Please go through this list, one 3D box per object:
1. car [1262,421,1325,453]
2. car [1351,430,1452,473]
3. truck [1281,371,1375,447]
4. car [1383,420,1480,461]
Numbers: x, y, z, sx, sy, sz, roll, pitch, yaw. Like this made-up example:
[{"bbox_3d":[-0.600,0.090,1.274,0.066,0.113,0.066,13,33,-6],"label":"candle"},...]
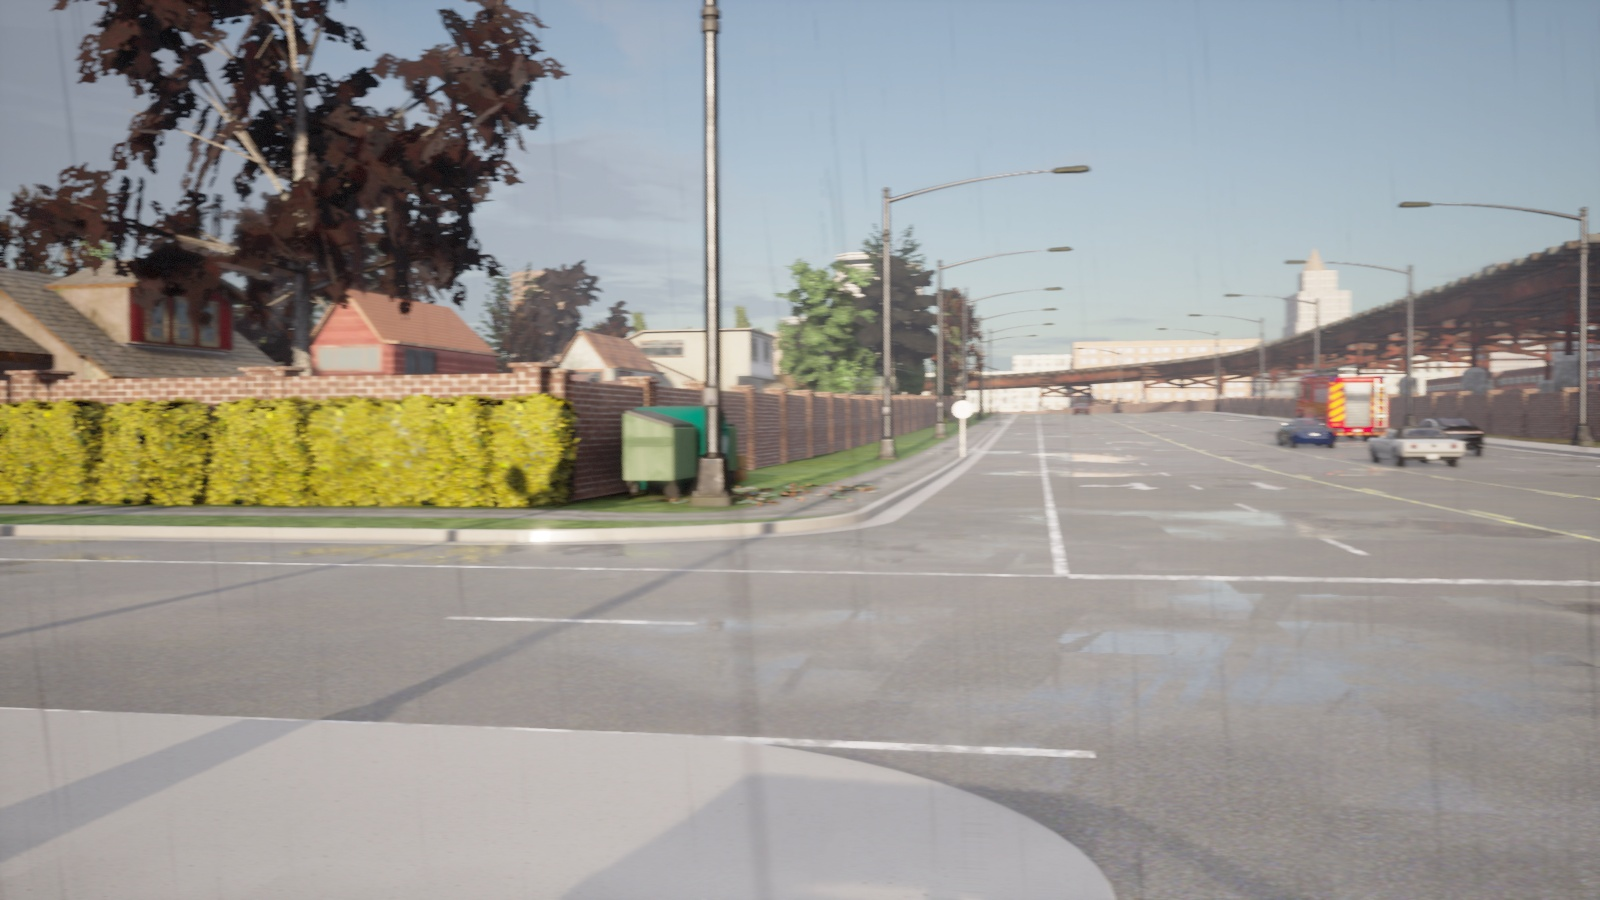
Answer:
[{"bbox_3d":[23.370,-0.663,59.599,1.994,1.385,4.181,0,2,10],"label":"car"},{"bbox_3d":[20.316,0.003,42.651,1.895,1.301,4.718,0,2,10],"label":"car"},{"bbox_3d":[28.469,-2.268,68.124,2.891,3.827,8.468,0,2,10],"label":"truck"},{"bbox_3d":[25.284,-0.411,50.484,2.128,1.511,4.902,0,2,10],"label":"car"}]
